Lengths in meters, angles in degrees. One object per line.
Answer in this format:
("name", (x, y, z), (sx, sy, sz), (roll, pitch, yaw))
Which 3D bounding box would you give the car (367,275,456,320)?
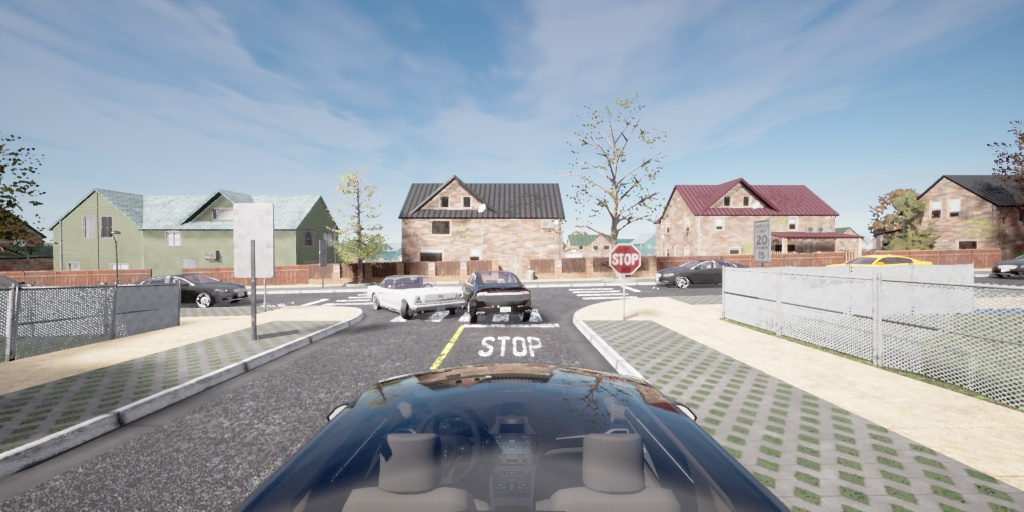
("car", (-3.598, 1.367, 12.962), (1.895, 1.301, 4.718), (0, 0, -38))

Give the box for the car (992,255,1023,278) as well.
("car", (29.392, 0.477, 19.571), (4.902, 1.511, 2.128), (-1, 1, 0))

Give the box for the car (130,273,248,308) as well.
("car", (-14.897, 1.566, 16.462), (4.902, 1.511, 2.128), (-1, 1, 0))

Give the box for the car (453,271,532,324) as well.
("car", (-0.681, 1.242, 12.101), (2.128, 1.511, 4.902), (0, 0, -12))

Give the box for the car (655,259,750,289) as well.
("car", (10.337, 0.925, 19.505), (4.902, 1.511, 2.128), (-1, 1, 0))

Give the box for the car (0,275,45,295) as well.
("car", (-24.234, 1.648, 16.425), (4.553, 1.767, 2.097), (-1, 1, 0))

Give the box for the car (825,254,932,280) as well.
("car", (19.768, 0.690, 19.538), (5.008, 1.535, 1.882), (-1, 1, -1))
